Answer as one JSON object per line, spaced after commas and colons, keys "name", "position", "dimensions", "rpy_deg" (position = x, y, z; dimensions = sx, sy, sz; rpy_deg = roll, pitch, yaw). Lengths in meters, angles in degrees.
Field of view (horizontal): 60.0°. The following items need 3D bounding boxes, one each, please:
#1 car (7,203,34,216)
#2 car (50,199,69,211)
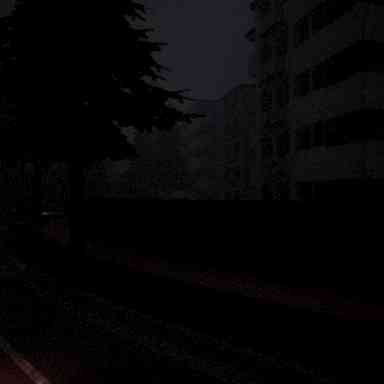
{"name": "car", "position": [-19.147, 1.982, 37.924], "dimensions": [1.994, 1.385, 4.181], "rpy_deg": [-1, 0, 1]}
{"name": "car", "position": [-18.255, 1.818, 47.880], "dimensions": [2.097, 1.767, 4.553], "rpy_deg": [-1, 0, 15]}
